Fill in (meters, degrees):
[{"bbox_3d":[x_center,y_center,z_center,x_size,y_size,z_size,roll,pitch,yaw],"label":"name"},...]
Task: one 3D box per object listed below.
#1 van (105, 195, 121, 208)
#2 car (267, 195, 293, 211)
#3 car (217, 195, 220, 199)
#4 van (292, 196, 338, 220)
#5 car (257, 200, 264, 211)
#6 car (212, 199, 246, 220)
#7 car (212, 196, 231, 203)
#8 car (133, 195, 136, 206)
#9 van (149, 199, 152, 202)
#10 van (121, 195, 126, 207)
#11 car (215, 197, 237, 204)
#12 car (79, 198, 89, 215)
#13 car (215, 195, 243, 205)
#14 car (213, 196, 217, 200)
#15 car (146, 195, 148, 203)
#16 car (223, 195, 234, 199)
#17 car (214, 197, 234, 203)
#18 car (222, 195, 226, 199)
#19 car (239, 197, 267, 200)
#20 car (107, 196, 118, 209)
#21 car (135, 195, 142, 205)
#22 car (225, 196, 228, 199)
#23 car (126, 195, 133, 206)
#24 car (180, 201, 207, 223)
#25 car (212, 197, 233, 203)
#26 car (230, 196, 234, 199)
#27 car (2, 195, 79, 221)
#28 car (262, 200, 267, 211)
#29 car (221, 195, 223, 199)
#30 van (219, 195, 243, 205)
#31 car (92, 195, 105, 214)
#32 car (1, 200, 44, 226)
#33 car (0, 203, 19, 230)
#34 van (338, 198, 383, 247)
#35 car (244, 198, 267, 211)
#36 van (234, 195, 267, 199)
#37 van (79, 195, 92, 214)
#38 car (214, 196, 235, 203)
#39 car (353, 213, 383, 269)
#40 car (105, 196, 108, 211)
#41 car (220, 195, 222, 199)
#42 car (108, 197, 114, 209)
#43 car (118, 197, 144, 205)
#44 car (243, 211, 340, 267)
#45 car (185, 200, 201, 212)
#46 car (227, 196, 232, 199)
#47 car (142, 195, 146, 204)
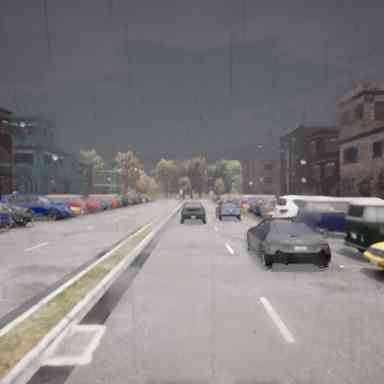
[{"bbox_3d":[-12.671,1.399,46.204,4.442,1.987,1.878,0,0,0],"label":"van"},{"bbox_3d":[7.664,1.258,19.757,5.566,2.045,2.435,0,0,0],"label":"car"},{"bbox_3d":[7.633,1.747,61.111,5.008,1.535,2.097,0,0,0],"label":"car"},{"bbox_3d":[7.753,1.277,16.998,4.442,1.987,1.878,0,0,0],"label":"van"},{"bbox_3d":[7.637,1.567,25.270,4.674,1.452,2.002,0,0,0],"label":"car"},{"bbox_3d":[3.094,1.610,29.134,2.033,1.411,5.357,0,0,0],"label":"car"},{"bbox_3d":[7.592,1.816,85.935,4.553,1.767,2.185,0,0,0],"label":"car"},{"bbox_3d":[-12.544,1.752,57.253,4.674,1.452,2.002,0,0,0],"label":"car"},{"bbox_3d":[-12.418,1.691,79.430,4.442,1.987,1.878,0,0,0],"label":"van"},{"bbox_3d":[-12.435,1.418,48.981,4.442,1.987,1.878,0,0,0],"label":"van"},{"bbox_3d":[7.631,1.872,74.896,4.892,1.521,2.231,0,0,0],"label":"car"},{"bbox_3d":[-12.378,1.523,29.528,5.366,1.575,1.946,0,0,0],"label":"car"},{"bbox_3d":[7.654,1.570,69.385,5.566,2.045,2.435,0,-1,0],"label":"car"},{"bbox_3d":[7.441,1.793,66.626,5.366,1.575,1.946,0,-1,0],"label":"car"},{"bbox_3d":[-12.534,1.842,71.088,5.008,1.535,2.097,0,-1,0],"label":"car"},{"bbox_3d":[7.624,1.661,50.083,4.892,1.521,2.231,0,0,0],"label":"car"},{"bbox_3d":[7.621,1.950,80.416,4.674,1.452,2.002,0,0,0],"label":"car"},{"bbox_3d":[7.598,1.554,52.840,4.553,1.767,2.185,0,0,0],"label":"car"},{"bbox_3d":[7.819,1.559,33.540,5.366,1.575,1.946,0,0,0],"label":"car"},{"bbox_3d":[-12.553,1.644,43.298,4.674,1.452,2.002,0,0,0],"label":"car"},{"bbox_3d":[-12.517,1.485,59.974,5.566,2.045,2.435,0,-1,0],"label":"car"},{"bbox_3d":[7.624,1.642,47.325,4.892,1.521,2.231,0,0,0],"label":"car"},{"bbox_3d":[-12.579,1.415,51.762,5.566,2.045,2.435,0,0,0],"label":"car"},{"bbox_3d":[0.095,1.553,25.878,1.837,1.490,4.892,0,-1,0],"label":"car"},{"bbox_3d":[7.629,1.928,83.172,5.008,1.535,2.097,0,0,0],"label":"car"},{"bbox_3d":[7.625,1.607,41.813,4.892,1.521,2.231,0,0,0],"label":"car"},{"bbox_3d":[-12.537,1.262,26.752,5.566,2.045,2.435,0,0,0],"label":"car"},{"bbox_3d":[7.641,1.518,22.512,5.008,1.535,2.097,0,0,0],"label":"car"},{"bbox_3d":[7.660,1.576,55.598,4.553,1.767,2.185,0,0,0],"label":"car"},{"bbox_3d":[7.510,1.546,63.870,4.442,1.987,1.878,0,-1,0],"label":"van"},{"bbox_3d":[-12.532,1.302,35.086,5.566,2.045,2.435,0,0,0],"label":"car"},{"bbox_3d":[-12.562,1.493,21.192,4.892,1.521,2.231,0,0,0],"label":"car"},{"bbox_3d":[-12.568,1.523,18.413,4.674,1.452,2.002,0,0,0],"label":"car"},{"bbox_3d":[7.755,1.265,11.486,4.442,1.987,1.878,0,0,0],"label":"van"},{"bbox_3d":[7.627,1.550,30.784,4.892,1.521,2.231,0,0,0],"label":"car"},{"bbox_3d":[7.515,1.364,38.933,4.442,1.987,1.878,0,0,0],"label":"van"},{"bbox_3d":[-12.445,1.314,32.309,4.442,1.987,1.878,0,0,0],"label":"van"},{"bbox_3d":[7.593,1.766,77.659,4.553,1.767,2.185,0,0,0],"label":"car"},{"bbox_3d":[7.453,1.485,8.727,5.366,1.575,1.946,0,0,0],"label":"car"},{"bbox_3d":[-12.552,1.571,37.866,4.892,1.521,2.231,0,0,0],"label":"car"},{"bbox_3d":[7.659,1.598,58.355,4.553,1.767,2.185,0,0,0],"label":"car"},{"bbox_3d":[-12.527,1.616,40.644,4.792,1.488,2.163,0,0,0],"label":"car"},{"bbox_3d":[-12.547,1.817,68.434,4.892,1.521,2.231,0,-1,0],"label":"car"},{"bbox_3d":[3.098,1.575,11.475,1.994,1.385,4.181,0,0,0],"label":"car"},{"bbox_3d":[0.092,1.729,42.155,1.895,1.301,4.718,0,0,0],"label":"car"},{"bbox_3d":[7.625,1.624,44.569,4.892,1.521,2.231,0,0,0],"label":"car"},{"bbox_3d":[-12.571,1.538,65.658,5.566,2.045,2.435,0,-1,0],"label":"car"}]
